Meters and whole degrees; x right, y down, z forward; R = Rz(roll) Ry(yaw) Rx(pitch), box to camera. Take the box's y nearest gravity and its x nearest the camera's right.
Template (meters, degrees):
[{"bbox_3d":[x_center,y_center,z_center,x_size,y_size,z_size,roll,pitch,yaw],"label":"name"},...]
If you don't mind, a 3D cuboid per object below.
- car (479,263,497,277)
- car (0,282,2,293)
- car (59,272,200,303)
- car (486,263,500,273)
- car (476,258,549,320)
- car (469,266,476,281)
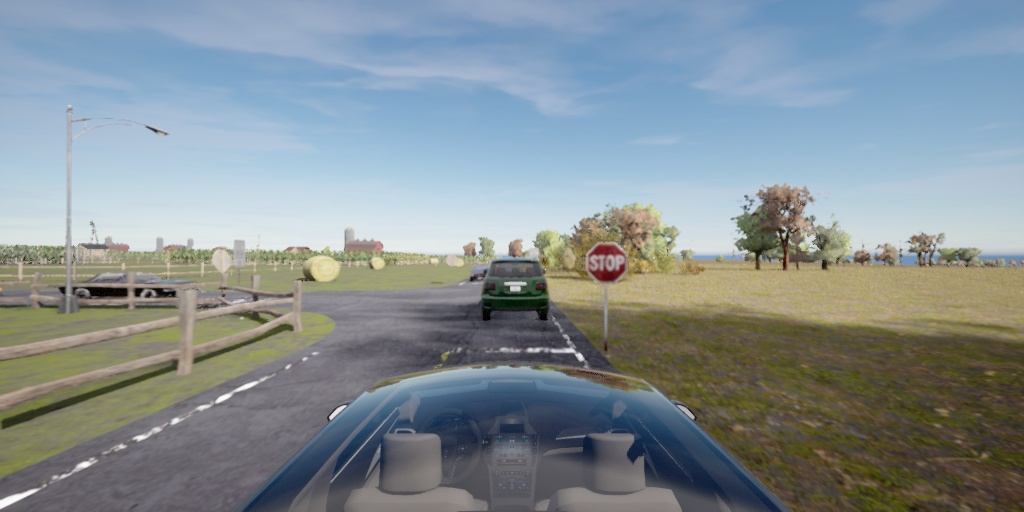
[{"bbox_3d":[-2.839,1.630,44.001,1.882,1.535,5.008,0,-1,0],"label":"car"},{"bbox_3d":[-26.688,1.079,16.382,4.553,1.767,2.097,0,0,-1],"label":"car"},{"bbox_3d":[-17.348,1.392,16.475,4.718,1.301,1.895,0,0,-1],"label":"car"},{"bbox_3d":[-2.823,1.764,54.375,1.837,1.490,4.892,0,-1,0],"label":"car"},{"bbox_3d":[0.102,1.079,13.324,2.150,2.045,5.566,0,0,0],"label":"car"},{"bbox_3d":[-2.847,1.599,33.888,2.033,1.411,5.357,0,-1,0],"label":"car"}]
